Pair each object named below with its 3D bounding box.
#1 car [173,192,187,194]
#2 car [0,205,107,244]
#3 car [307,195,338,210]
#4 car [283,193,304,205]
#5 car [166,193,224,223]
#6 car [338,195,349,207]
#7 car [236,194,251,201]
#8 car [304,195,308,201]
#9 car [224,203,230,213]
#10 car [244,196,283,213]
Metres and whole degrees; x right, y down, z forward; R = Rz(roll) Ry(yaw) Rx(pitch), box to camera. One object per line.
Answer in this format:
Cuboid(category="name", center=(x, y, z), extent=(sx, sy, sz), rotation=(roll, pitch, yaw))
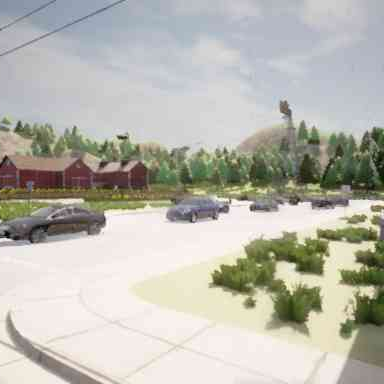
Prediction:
Cuboid(category="car", center=(-1.301, 1.004, 52.931), extent=(4.605, 1.855, 1.932), rotation=(1, 0, 35))
Cuboid(category="car", center=(-6.182, 1.363, 15.302), extent=(2.128, 1.511, 4.902), rotation=(1, 0, 34))
Cuboid(category="car", center=(16.515, 1.362, 41.886), extent=(1.882, 1.535, 5.008), rotation=(1, 0, 35))
Cuboid(category="car", center=(15.399, 1.123, 53.721), extent=(3.866, 1.878, 1.905), rotation=(1, 0, 35))
Cuboid(category="car", center=(0.083, 1.216, 24.432), extent=(2.097, 1.767, 4.553), rotation=(1, 0, 35))
Cuboid(category="car", center=(22.187, 1.231, 50.221), extent=(2.097, 1.767, 4.553), rotation=(1, 0, 35))
Cuboid(category="car", center=(11.395, 1.202, 71.483), extent=(3.905, 1.438, 1.784), rotation=(1, 0, 35))
Cuboid(category="car", center=(22.635, 1.304, 65.111), extent=(4.193, 1.474, 1.816), rotation=(1, 0, 35))
Cuboid(category="car", center=(1.566, 1.302, 33.857), extent=(4.611, 1.667, 2.242), rotation=(1, 0, 35))
Cuboid(category="car", center=(7.676, 1.421, 35.459), extent=(1.994, 1.385, 4.181), rotation=(1, 0, 35))
